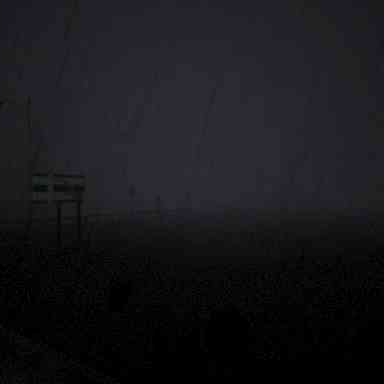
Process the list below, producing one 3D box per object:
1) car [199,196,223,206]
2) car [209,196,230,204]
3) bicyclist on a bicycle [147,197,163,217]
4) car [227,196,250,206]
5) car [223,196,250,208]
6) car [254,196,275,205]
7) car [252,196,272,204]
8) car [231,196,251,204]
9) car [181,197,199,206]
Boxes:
[{"bbox_3d":[3.764,1.538,57.454,1.882,1.535,5.008,0,0,35],"label":"car"},{"bbox_3d":[5.593,1.546,66.190,1.882,1.535,5.008,0,0,35],"label":"car"},{"bbox_3d":[-3.003,1.194,28.133,1.656,1.620,0.582,33,16,27],"label":"bicyclist on a bicycle"},{"bbox_3d":[8.110,1.531,57.561,1.882,1.535,5.008,0,0,35],"label":"car"},{"bbox_3d":[7.048,1.524,50.025,1.882,1.535,5.008,0,0,35],"label":"car"},{"bbox_3d":[13.010,1.647,58.644,1.895,1.301,4.718,0,0,35],"label":"car"},{"bbox_3d":[13.886,1.545,65.840,2.128,1.511,4.902,0,0,35],"label":"car"},{"bbox_3d":[9.687,1.538,65.939,1.882,1.535,5.008,0,0,35],"label":"car"},{"bbox_3d":[-0.083,1.632,58.054,1.994,1.385,4.181,0,0,35],"label":"car"}]
